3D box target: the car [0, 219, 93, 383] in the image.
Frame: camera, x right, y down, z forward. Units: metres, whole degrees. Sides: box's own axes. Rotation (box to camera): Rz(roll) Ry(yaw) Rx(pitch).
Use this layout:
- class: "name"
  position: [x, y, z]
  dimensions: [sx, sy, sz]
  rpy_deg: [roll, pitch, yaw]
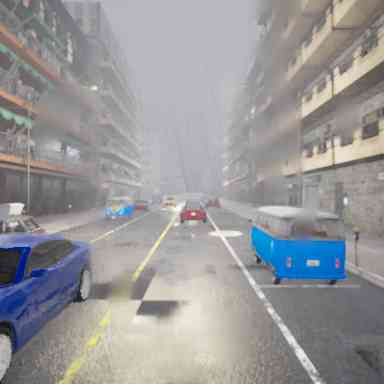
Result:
- class: "car"
  position: [-3.101, 1.470, 5.354]
  dimensions: [1.882, 1.535, 5.008]
  rpy_deg: [0, 0, 0]

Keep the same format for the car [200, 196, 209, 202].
- class: "car"
  position: [2.682, 1.470, 71.559]
  dimensions: [1.802, 1.307, 4.206]
  rpy_deg: [1, 0, 0]

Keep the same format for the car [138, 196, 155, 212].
- class: "car"
  position: [-5.671, 1.490, 37.609]
  dimensions: [1.887, 1.381, 4.507]
  rpy_deg: [1, 0, 0]

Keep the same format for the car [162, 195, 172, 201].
- class: "car"
  position: [-5.753, 1.429, 77.300]
  dimensions: [2.008, 1.369, 4.403]
  rpy_deg: [1, 0, 0]

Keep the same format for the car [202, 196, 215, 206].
- class: "car"
  position: [2.680, 1.443, 54.717]
  dimensions: [1.752, 1.417, 4.829]
  rpy_deg: [1, 0, 0]

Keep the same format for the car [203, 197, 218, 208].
- class: "car"
  position: [2.678, 1.493, 48.877]
  dimensions: [1.947, 1.339, 4.313]
  rpy_deg: [1, 0, 0]

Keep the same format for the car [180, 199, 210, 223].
- class: "car"
  position: [0.105, 1.528, 25.541]
  dimensions: [1.994, 1.385, 4.181]
  rpy_deg: [0, 0, 0]

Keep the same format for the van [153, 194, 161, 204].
- class: "van"
  position: [-5.665, 1.259, 54.621]
  dimensions: [1.690, 1.788, 3.998]
  rpy_deg: [1, 0, 0]

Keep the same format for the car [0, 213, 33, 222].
- class: "car"
  position: [-5.675, 1.428, 9.254]
  dimensions: [1.967, 1.590, 4.097]
  rpy_deg: [1, 0, 0]

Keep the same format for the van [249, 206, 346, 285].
- class: "van"
  position: [2.673, 1.329, 9.183]
  dimensions: [1.690, 1.788, 3.998]
  rpy_deg: [1, 0, 0]

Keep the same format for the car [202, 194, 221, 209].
- class: "car"
  position: [2.678, 1.376, 43.206]
  dimensions: [1.967, 1.590, 4.097]
  rpy_deg: [1, 0, 0]

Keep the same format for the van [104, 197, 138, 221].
- class: "van"
  position: [-5.670, 1.304, 26.267]
  dimensions: [1.690, 1.788, 3.998]
  rpy_deg: [1, 0, 0]

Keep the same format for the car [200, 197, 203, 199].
- class: "car"
  position: [0.107, 1.539, 41.667]
  dimensions: [1.895, 1.301, 4.718]
  rpy_deg: [0, 0, 0]

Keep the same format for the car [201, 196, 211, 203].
- class: "car"
  position: [2.681, 1.480, 65.888]
  dimensions: [1.802, 1.307, 4.206]
  rpy_deg: [1, 0, 0]

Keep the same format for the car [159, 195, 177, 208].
- class: "car"
  position: [-3.076, 1.408, 46.866]
  dimensions: [1.882, 1.535, 5.008]
  rpy_deg: [0, 0, 0]

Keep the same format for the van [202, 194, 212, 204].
- class: "van"
  position: [2.684, 1.249, 60.217]
  dimensions: [1.690, 1.788, 3.998]
  rpy_deg: [1, 0, 0]
